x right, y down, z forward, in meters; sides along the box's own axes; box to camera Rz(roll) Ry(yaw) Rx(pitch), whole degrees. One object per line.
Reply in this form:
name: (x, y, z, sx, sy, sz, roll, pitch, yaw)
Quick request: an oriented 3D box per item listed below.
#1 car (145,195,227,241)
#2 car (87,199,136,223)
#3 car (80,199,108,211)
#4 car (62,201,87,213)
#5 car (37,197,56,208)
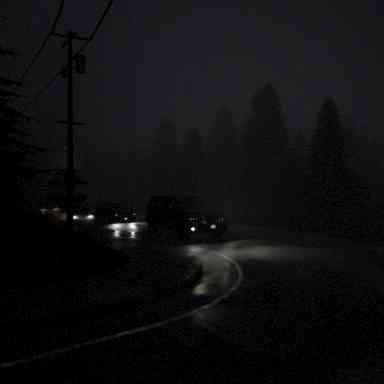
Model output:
car: (-0.514, 1.186, 17.146, 2.150, 2.045, 5.566, 0, 0, -32)
car: (-6.173, 1.513, 25.812, 2.033, 1.411, 5.357, 0, 0, -34)
car: (-12.193, 1.573, 41.129, 1.895, 1.301, 4.718, 0, 0, -34)
car: (-12.015, 1.451, 34.370, 1.882, 1.535, 5.008, 0, 0, -35)
car: (-20.611, 1.496, 46.997, 1.882, 1.535, 5.008, 0, 0, -35)
